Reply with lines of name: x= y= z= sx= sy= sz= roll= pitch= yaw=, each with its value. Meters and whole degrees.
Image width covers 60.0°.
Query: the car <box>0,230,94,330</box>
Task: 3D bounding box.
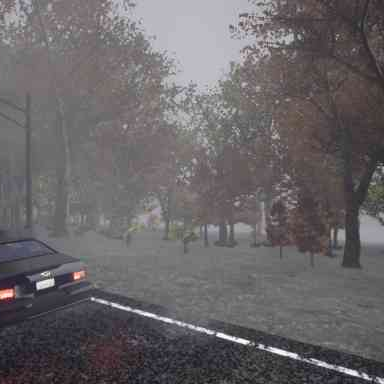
car: x=-4.181 y=1.507 z=6.621 sx=5.357 sy=1.411 sz=2.033 roll=-2 pitch=1 yaw=39
